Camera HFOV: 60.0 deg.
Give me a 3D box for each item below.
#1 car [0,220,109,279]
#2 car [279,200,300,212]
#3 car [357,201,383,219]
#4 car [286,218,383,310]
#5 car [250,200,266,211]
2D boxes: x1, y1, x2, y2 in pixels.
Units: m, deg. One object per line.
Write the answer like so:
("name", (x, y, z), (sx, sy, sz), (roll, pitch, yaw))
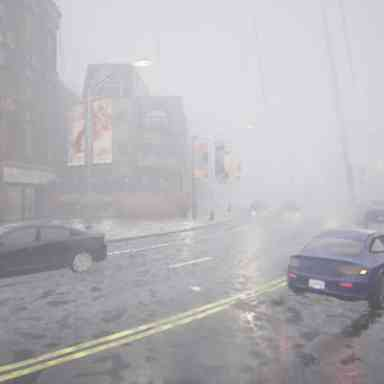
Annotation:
("car", (-4.850, 1.598, 9.358), (5.008, 1.535, 1.882), (0, 0, -41))
("car", (13.043, 1.913, 44.575), (1.837, 1.490, 4.892), (0, -1, 2))
("car", (13.757, 1.681, 25.106), (1.882, 1.535, 5.008), (0, -1, 19))
("car", (3.937, 1.595, 8.021), (1.812, 1.442, 4.674), (-1, -1, 43))
("car", (9.724, 2.012, 49.288), (1.837, 1.490, 4.892), (0, -1, 2))
